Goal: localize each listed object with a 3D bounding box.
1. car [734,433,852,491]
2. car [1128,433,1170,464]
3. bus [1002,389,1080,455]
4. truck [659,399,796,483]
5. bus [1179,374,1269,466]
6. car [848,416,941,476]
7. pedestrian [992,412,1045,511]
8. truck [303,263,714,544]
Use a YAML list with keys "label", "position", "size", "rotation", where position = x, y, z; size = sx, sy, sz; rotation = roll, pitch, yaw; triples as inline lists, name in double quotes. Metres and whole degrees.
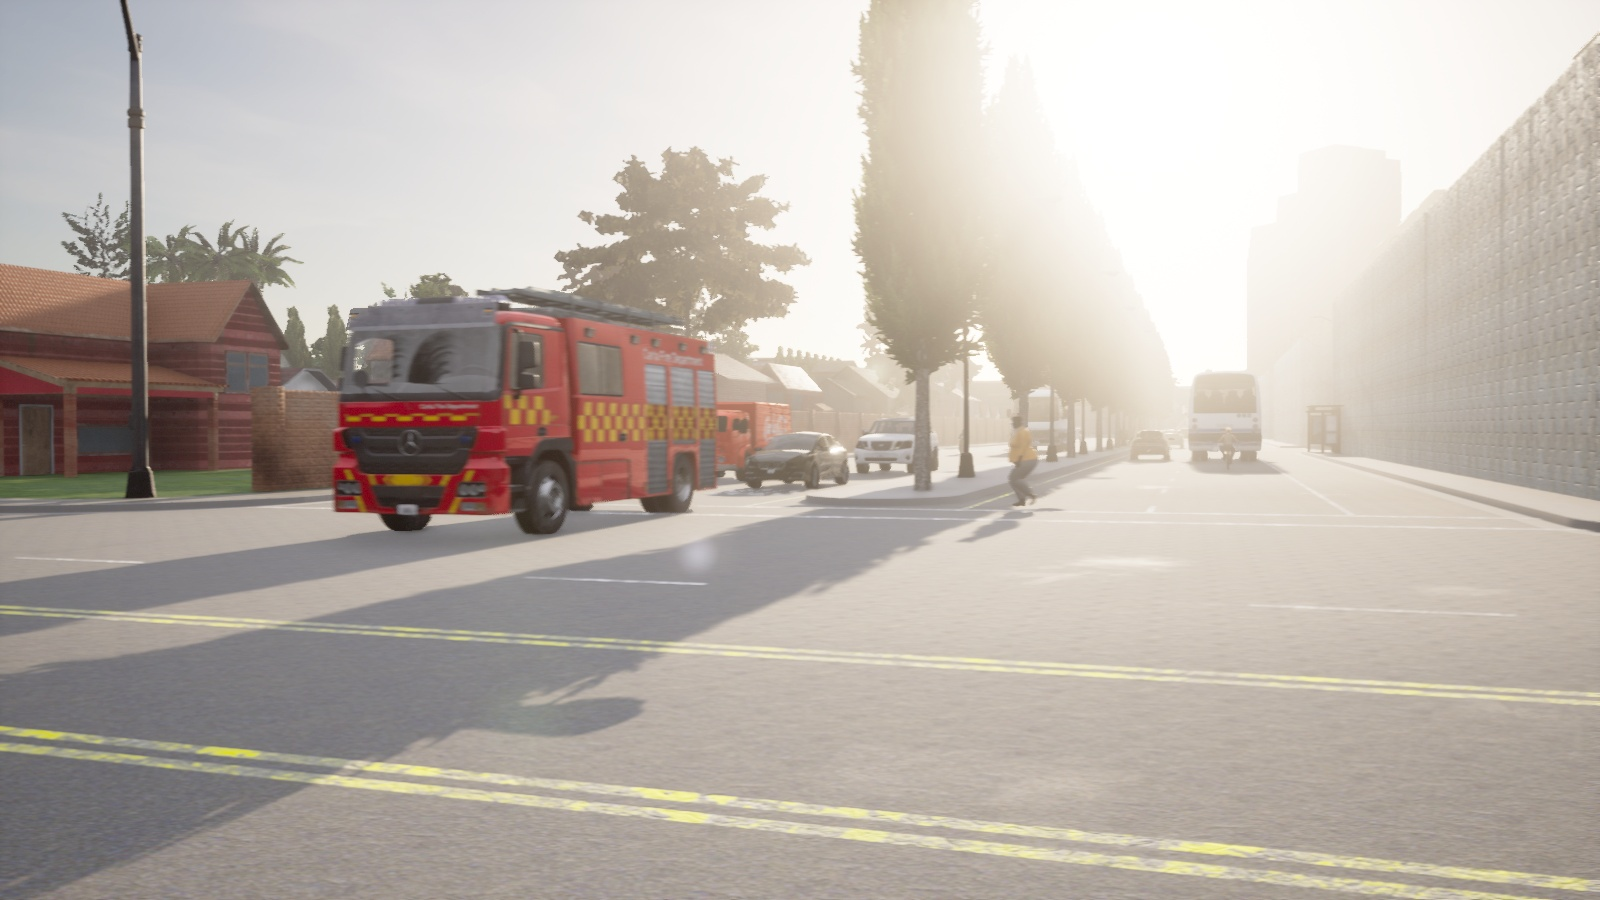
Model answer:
- label: "car"
  position: [-0.099, 0.273, 34.851]
  size: [1.837, 1.490, 4.892]
  rotation: [1, 1, 18]
- label: "car"
  position: [17.776, -0.125, 63.867]
  size: [1.837, 1.490, 4.892]
  rotation: [1, 1, 18]
- label: "bus"
  position: [16.672, -1.869, 86.251]
  size: [3.944, 4.253, 10.273]
  rotation: [1, 1, 18]
- label: "truck"
  position: [-2.178, -0.305, 39.748]
  size: [2.627, 2.467, 5.204]
  rotation: [1, 1, 18]
- label: "bus"
  position: [21.333, -1.486, 63.449]
  size: [3.944, 4.253, 10.273]
  rotation: [1, 1, 18]
- label: "car"
  position: [3.550, -0.177, 46.034]
  size: [2.150, 2.045, 5.566]
  rotation: [1, 1, 18]
- label: "pedestrian"
  position: [4.182, 0.203, 24.010]
  size: [0.900, 1.855, 0.874]
  rotation: [0, 1, 16]
- label: "truck"
  position: [-4.428, -0.700, 21.562]
  size: [2.891, 3.827, 8.468]
  rotation: [1, 1, 18]
